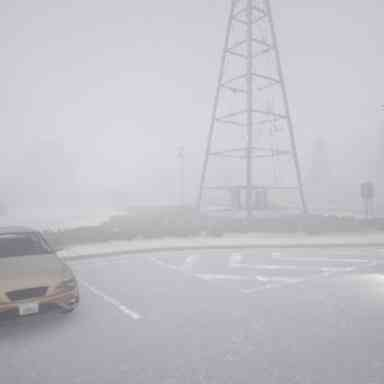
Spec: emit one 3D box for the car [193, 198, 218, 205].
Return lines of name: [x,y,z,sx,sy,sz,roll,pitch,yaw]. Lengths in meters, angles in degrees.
car: [1.986,1.569,52.003,4.181,1.385,1.994,0,0,31]

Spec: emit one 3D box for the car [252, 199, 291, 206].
car: [8.758,1.481,37.096,1.882,1.535,5.008,0,0,-34]

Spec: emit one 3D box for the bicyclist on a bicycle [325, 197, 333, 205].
bicyclist on a bicycle: [16.035,1.409,38.872,1.656,1.620,0.582,-7,4,-34]

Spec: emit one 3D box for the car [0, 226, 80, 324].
car: [-3.706,1.506,6.836,1.816,1.474,4.193,0,0,-35]
